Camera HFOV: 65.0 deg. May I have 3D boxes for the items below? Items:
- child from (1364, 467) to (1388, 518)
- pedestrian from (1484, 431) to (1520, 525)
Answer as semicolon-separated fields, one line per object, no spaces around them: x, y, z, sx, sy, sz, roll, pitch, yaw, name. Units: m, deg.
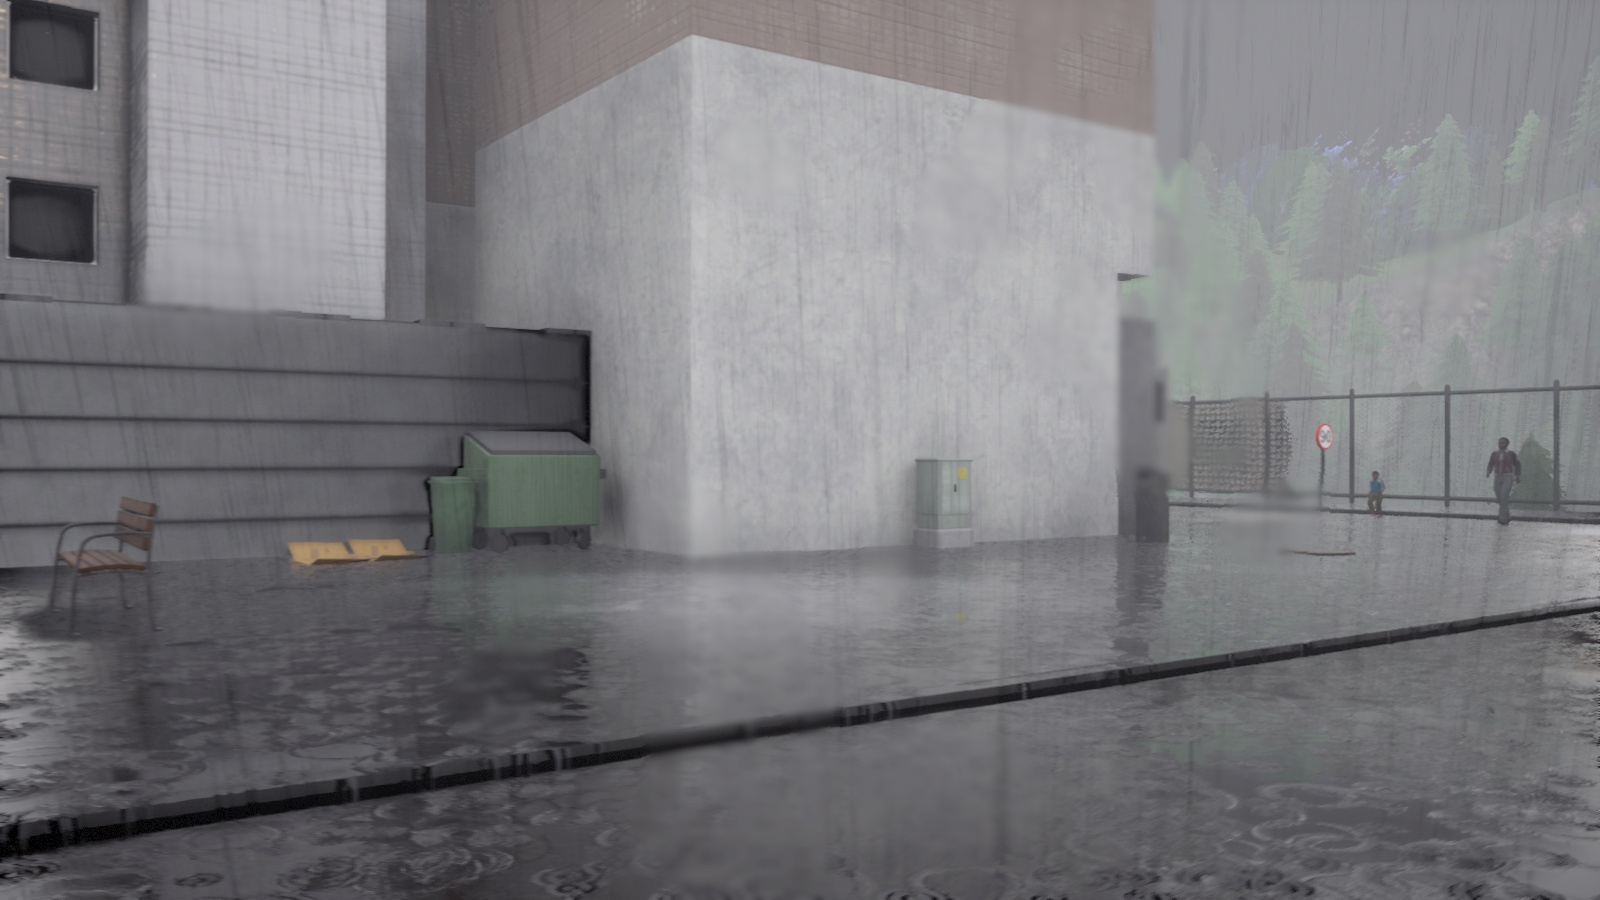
13.601;0.990;29.650;0.448;1.192;0.343;0;0;-41;child
14.639;0.577;26.176;0.666;1.930;0.402;0;0;-35;pedestrian
